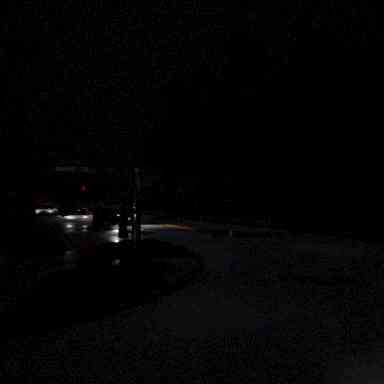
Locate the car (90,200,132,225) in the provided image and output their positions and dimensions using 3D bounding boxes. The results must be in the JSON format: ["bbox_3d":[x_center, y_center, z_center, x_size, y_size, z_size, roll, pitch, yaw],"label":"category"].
[{"bbox_3d":[-5.574,1.526,24.270,1.812,1.442,4.674,0,0,-35],"label":"car"}]

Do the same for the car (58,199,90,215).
[{"bbox_3d":[-12.191,1.504,33.663,1.837,1.490,4.892,0,0,-35],"label":"car"}]

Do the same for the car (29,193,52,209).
[{"bbox_3d":[-21.402,1.219,46.882,2.150,2.045,5.566,0,0,-35],"label":"car"}]

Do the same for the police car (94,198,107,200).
[{"bbox_3d":[-10.822,1.509,38.825,2.038,1.542,4.974,0,0,-35],"label":"police car"}]
